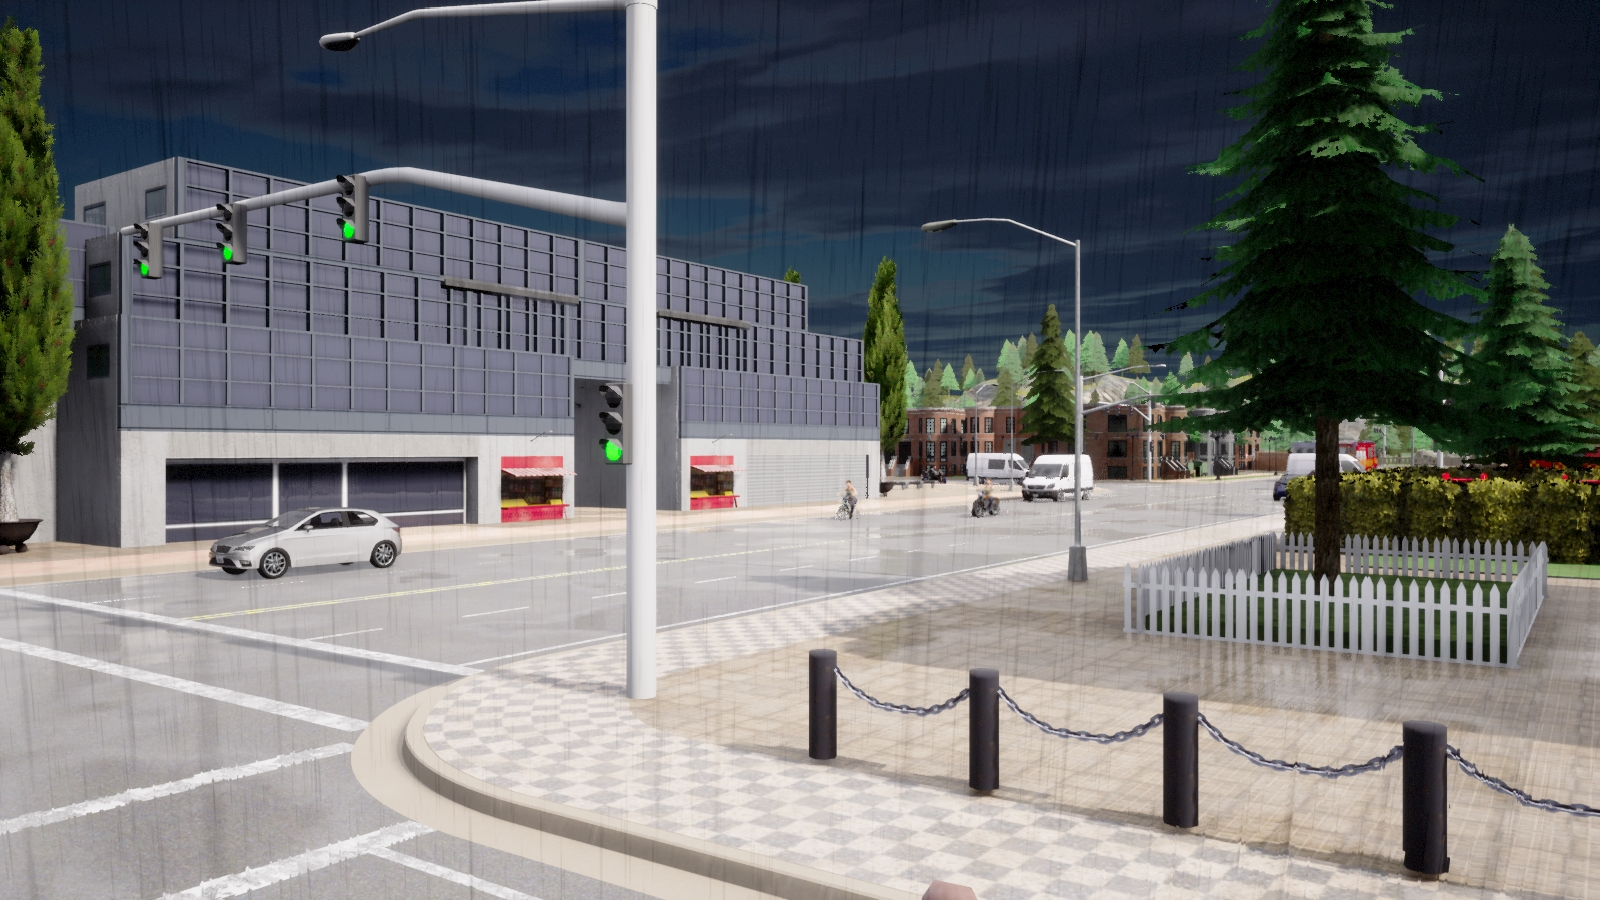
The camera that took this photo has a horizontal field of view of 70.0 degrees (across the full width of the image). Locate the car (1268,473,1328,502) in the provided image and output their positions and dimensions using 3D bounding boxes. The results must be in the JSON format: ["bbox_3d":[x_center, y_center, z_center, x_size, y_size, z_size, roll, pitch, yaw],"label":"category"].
[{"bbox_3d":[27.779,2.063,63.681,2.163,1.488,4.792,0,0,35],"label":"car"}]

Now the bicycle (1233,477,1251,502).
[{"bbox_3d":[24.335,2.158,62.856,0.859,1.276,1.487,0,0,24],"label":"bicycle"}]

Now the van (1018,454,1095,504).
[{"bbox_3d":[14.046,1.534,62.297,1.988,2.561,5.915,0,0,35],"label":"van"}]

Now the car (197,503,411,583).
[{"bbox_3d":[-11.323,2.066,26.349,1.816,1.474,4.193,0,0,35],"label":"car"}]

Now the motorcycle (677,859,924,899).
[{"bbox_3d":[0.509,2.205,3.428,2.209,1.251,0.867,0,0,35],"label":"motorcycle"}]
